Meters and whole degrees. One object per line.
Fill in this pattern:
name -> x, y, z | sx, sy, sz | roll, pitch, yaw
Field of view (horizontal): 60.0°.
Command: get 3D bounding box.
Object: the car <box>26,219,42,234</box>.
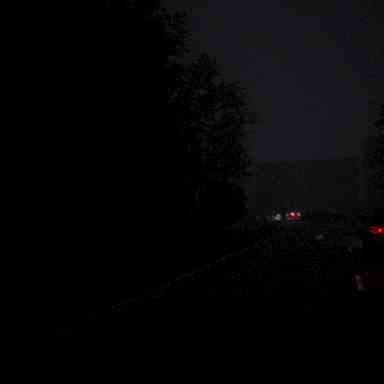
car -> -20.768, 5.014, 48.260 | 2.435, 2.045, 5.566 | -4, -3, 23

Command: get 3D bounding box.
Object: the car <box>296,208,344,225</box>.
car -> 14.708, 2.960, 38.686 | 2.128, 1.511, 4.902 | -2, -3, -14

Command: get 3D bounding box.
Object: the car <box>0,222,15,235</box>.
car -> -25.875, 5.650, 50.378 | 2.163, 1.488, 4.792 | -4, -3, 23

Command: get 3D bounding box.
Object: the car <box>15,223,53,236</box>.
car -> -23.333, 5.471, 49.258 | 2.163, 1.488, 4.792 | -4, -3, 23

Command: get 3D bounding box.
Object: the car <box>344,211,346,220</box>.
car -> 19.864, 2.992, 45.502 | 2.097, 1.535, 5.008 | -4, -3, 23

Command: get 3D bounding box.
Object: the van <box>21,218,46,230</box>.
van -> -31.864, 6.395, 66.878 | 1.878, 1.987, 4.442 | -4, -3, 23

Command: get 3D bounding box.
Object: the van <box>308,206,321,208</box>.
van -> 17.312, 2.956, 46.688 | 1.878, 1.987, 4.442 | -4, -3, 23

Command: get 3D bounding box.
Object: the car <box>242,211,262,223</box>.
car -> 9.536, 3.614, 49.825 | 2.185, 1.767, 4.553 | -4, -3, 23

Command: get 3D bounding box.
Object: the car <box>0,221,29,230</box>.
car -> -36.905, 6.954, 69.296 | 1.946, 1.575, 5.366 | -4, -3, 23

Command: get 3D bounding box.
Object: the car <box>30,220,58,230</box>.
car -> -29.223, 6.459, 65.906 | 2.097, 1.535, 5.008 | -4, -3, 23

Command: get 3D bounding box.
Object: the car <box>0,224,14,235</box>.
car -> -31.000, 5.955, 52.483 | 2.097, 1.535, 5.008 | -4, -3, 23

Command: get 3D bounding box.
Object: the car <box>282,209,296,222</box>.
car -> 14.678, 3.239, 47.621 | 2.185, 1.767, 4.553 | -4, -3, 23

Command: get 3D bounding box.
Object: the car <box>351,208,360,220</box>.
car -> 22.458, 2.836, 44.449 | 2.163, 1.488, 4.792 | -4, -3, 23

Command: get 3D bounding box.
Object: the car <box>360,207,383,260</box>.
car -> 8.543, 1.675, 14.097 | 2.150, 2.045, 5.566 | -1, -3, 25

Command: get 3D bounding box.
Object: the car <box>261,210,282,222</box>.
car -> 12.119, 3.427, 48.752 | 2.185, 1.767, 4.553 | -4, -3, 23

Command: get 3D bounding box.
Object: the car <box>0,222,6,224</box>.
car -> -28.514, 5.780, 51.244 | 1.946, 1.575, 5.366 | -4, -3, 23

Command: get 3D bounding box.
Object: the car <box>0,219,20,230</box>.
car -> -39.561, 6.867, 70.236 | 2.435, 2.045, 5.566 | -4, -3, 23

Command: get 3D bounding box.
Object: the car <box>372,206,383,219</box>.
car -> 25.041, 2.649, 43.375 | 2.163, 1.488, 4.792 | -4, -3, 23
